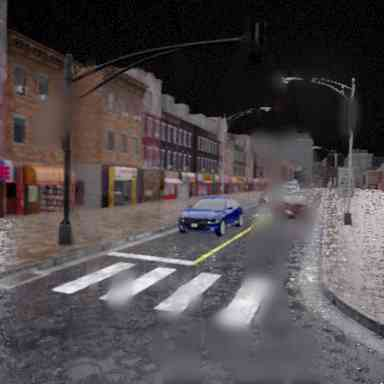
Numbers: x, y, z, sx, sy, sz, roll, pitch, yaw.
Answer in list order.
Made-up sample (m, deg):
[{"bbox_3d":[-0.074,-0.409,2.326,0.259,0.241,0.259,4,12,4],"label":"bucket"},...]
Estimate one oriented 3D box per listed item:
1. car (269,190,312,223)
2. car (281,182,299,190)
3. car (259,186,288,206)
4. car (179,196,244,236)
[{"bbox_3d":[6.166,0.900,20.215,1.882,1.535,5.008,2,2,22],"label":"car"},{"bbox_3d":[13.880,-0.483,46.776,2.150,2.045,5.566,2,2,22],"label":"car"},{"bbox_3d":[7.778,0.513,32.023,2.128,1.511,4.902,2,2,22],"label":"car"},{"bbox_3d":[1.040,0.974,15.416,1.882,1.535,5.008,2,2,22],"label":"car"}]
